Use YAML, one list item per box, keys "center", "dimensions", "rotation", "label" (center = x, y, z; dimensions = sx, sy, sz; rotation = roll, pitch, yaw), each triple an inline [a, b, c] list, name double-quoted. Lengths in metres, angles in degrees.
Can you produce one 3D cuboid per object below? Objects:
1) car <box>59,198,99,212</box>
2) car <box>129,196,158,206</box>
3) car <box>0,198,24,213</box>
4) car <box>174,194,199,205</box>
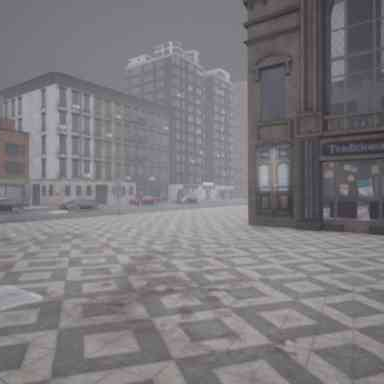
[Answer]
- center: [-12.380, 1.396, 36.633]
  dimensions: [1.994, 1.385, 4.181]
  rotation: [0, 0, 36]
  label: "car"
- center: [-7.191, 1.294, 49.509]
  dimensions: [1.882, 1.535, 5.008]
  rotation: [0, 0, 36]
  label: "car"
- center: [-19.193, 1.364, 32.668]
  dimensions: [1.837, 1.490, 4.892]
  rotation: [0, 0, 35]
  label: "car"
- center: [-0.834, 1.142, 52.781]
  dimensions: [2.097, 1.767, 4.553]
  rotation: [0, 0, 36]
  label: "car"
